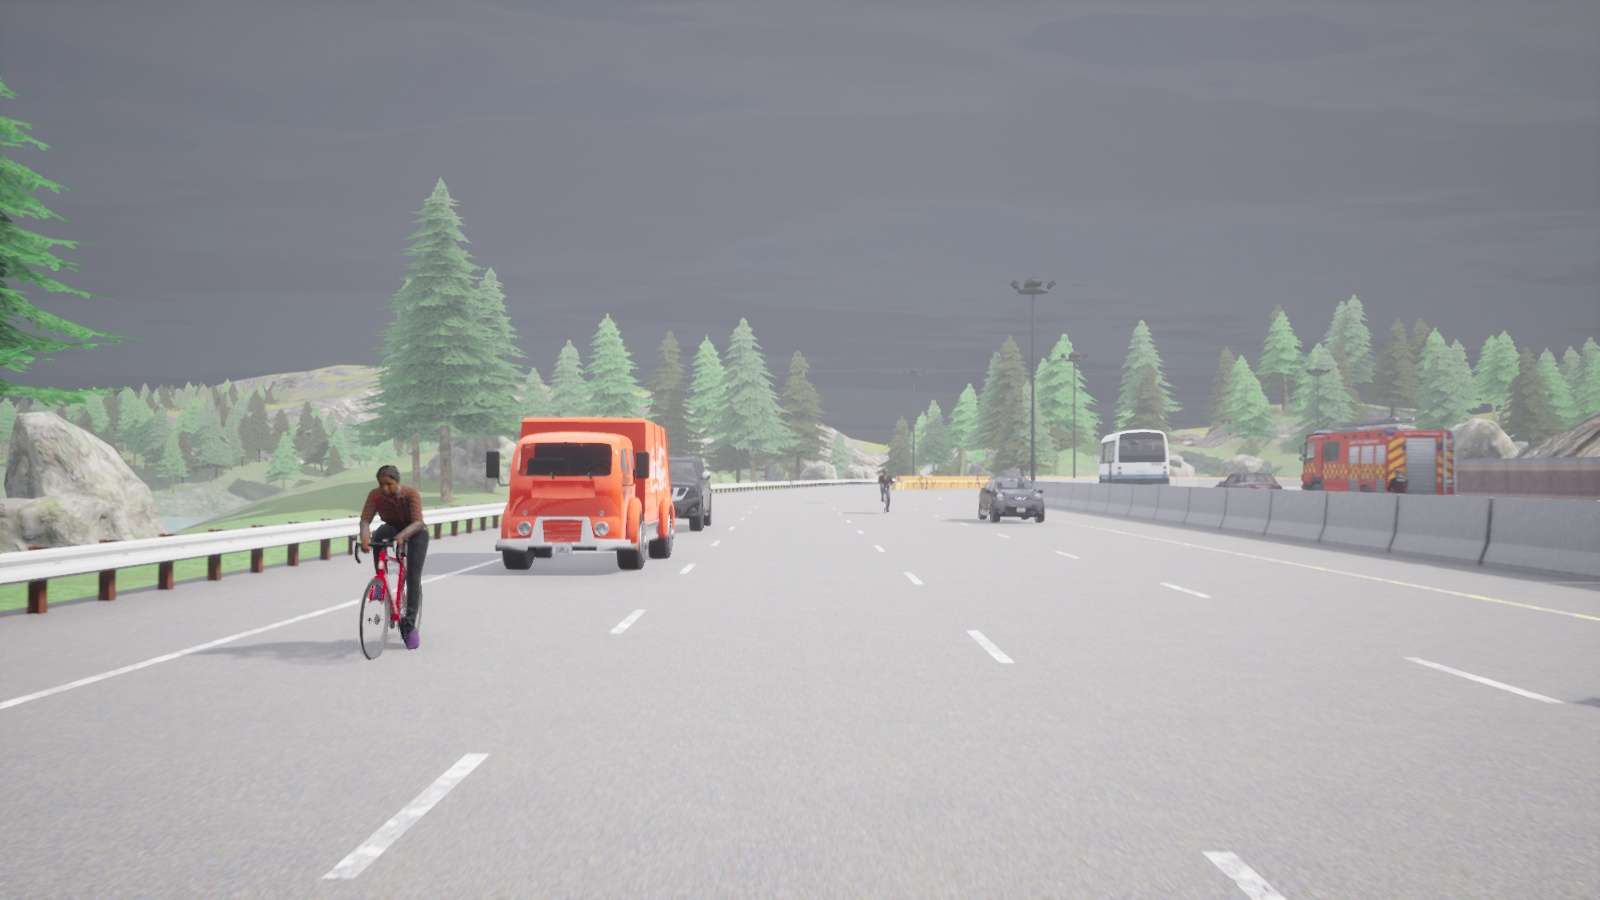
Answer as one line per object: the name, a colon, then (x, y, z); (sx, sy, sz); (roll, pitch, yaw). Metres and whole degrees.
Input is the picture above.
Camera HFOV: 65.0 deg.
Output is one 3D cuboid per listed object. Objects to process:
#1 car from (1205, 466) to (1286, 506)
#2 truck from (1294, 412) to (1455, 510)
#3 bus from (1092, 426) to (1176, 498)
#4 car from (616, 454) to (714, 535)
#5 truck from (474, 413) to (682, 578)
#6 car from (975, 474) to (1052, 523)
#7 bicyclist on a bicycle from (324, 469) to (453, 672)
car: (20.739, 1.643, 58.654); (2.097, 1.767, 4.553); (0, -1, 0)
truck: (24.263, 0.515, 53.630); (2.891, 3.827, 8.468); (0, -1, 0)
bus: (21.417, 0.808, 81.207); (3.944, 4.253, 10.273); (-1, -1, 8)
car: (-3.633, 1.172, 34.785); (2.150, 2.045, 5.566); (0, -1, 0)
truck: (-3.566, 0.728, 21.383); (2.627, 2.467, 5.204); (0, -1, 0)
car: (6.835, 1.530, 40.517); (1.845, 1.501, 3.633); (0, -1, 0)
bicyclist on a bicycle: (-3.529, 0.979, 10.908); (0.582, 1.620, 1.656); (0, -1, 0)
